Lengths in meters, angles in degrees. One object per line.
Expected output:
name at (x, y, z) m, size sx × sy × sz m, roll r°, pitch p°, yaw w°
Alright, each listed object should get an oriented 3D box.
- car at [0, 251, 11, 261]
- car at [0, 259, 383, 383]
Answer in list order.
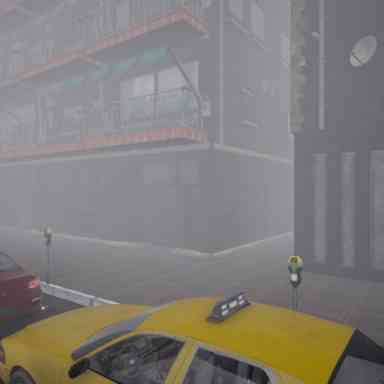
car at (-4.353, 1.582, 5.997) m, size 4.206 × 1.307 × 1.802 m, roll 0°, pitch 0°, yaw 36°
car at (0.086, 1.525, 2.816) m, size 4.829 × 1.417 × 1.752 m, roll 0°, pitch 0°, yaw 36°
